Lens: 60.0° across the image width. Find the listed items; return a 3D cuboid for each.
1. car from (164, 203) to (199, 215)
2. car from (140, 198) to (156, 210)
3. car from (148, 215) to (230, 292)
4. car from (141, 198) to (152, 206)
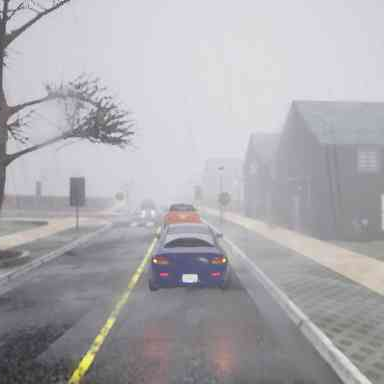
[{"bbox_3d":[-0.645,1.447,20.811,2.097,1.767,4.553,0,0,-3],"label":"car"},{"bbox_3d":[-5.931,1.761,45.207,1.994,1.385,4.181,0,0,-8],"label":"car"},{"bbox_3d":[-0.098,1.567,8.933,1.812,1.442,4.674,0,0,-1],"label":"car"},{"bbox_3d":[-8.335,1.788,60.979,1.812,1.442,4.674,0,0,-10],"label":"car"}]
